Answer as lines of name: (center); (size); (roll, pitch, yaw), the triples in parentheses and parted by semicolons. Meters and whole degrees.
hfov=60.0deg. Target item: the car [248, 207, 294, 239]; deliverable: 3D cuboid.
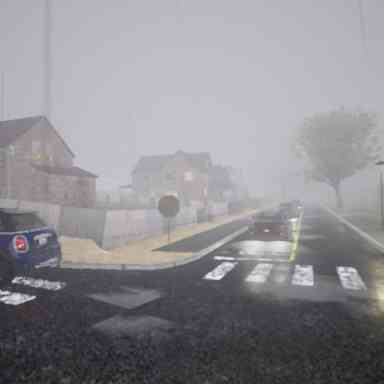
car: (4.314, 1.745, 18.322); (1.994, 1.385, 4.181); (-1, -1, 19)

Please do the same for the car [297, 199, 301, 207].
car: (19.830, 2.017, 63.684); (1.882, 1.535, 5.008); (-1, -1, 19)

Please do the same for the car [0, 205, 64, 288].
car: (-5.717, 1.135, 8.298); (4.553, 1.767, 2.097); (2, 0, 6)

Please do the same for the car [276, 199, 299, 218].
car: (9.631, 1.799, 33.871); (1.837, 1.490, 4.892); (-1, 0, 19)
